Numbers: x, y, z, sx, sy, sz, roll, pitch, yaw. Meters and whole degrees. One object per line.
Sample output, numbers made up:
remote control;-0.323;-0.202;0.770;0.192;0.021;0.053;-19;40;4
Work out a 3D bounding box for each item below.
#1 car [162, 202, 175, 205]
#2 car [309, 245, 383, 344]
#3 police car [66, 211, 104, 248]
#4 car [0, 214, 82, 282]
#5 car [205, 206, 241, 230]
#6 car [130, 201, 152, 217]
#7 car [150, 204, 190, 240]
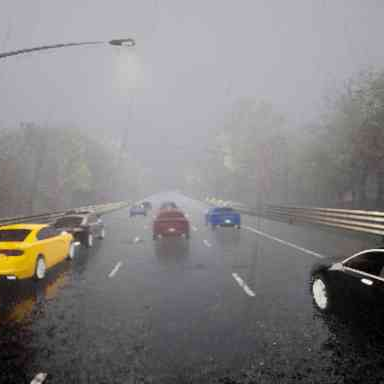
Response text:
car;-2.614;1.863;37.748;2.097;1.767;4.553;-1;-1;-4
car;3.378;1.471;4.776;1.837;1.490;4.892;-1;-1;-4
police car;-5.691;1.774;16.698;1.930;1.638;5.238;-1;-1;-4
car;-5.231;1.744;10.603;1.882;1.535;5.008;-1;-1;-4
car;2.012;1.691;22.915;1.882;1.535;5.008;-1;-1;-4
car;-6.328;2.181;39.837;2.033;1.411;5.357;-2;-1;-4
car;-1.187;1.730;18.825;1.882;1.535;5.008;-1;0;-4
